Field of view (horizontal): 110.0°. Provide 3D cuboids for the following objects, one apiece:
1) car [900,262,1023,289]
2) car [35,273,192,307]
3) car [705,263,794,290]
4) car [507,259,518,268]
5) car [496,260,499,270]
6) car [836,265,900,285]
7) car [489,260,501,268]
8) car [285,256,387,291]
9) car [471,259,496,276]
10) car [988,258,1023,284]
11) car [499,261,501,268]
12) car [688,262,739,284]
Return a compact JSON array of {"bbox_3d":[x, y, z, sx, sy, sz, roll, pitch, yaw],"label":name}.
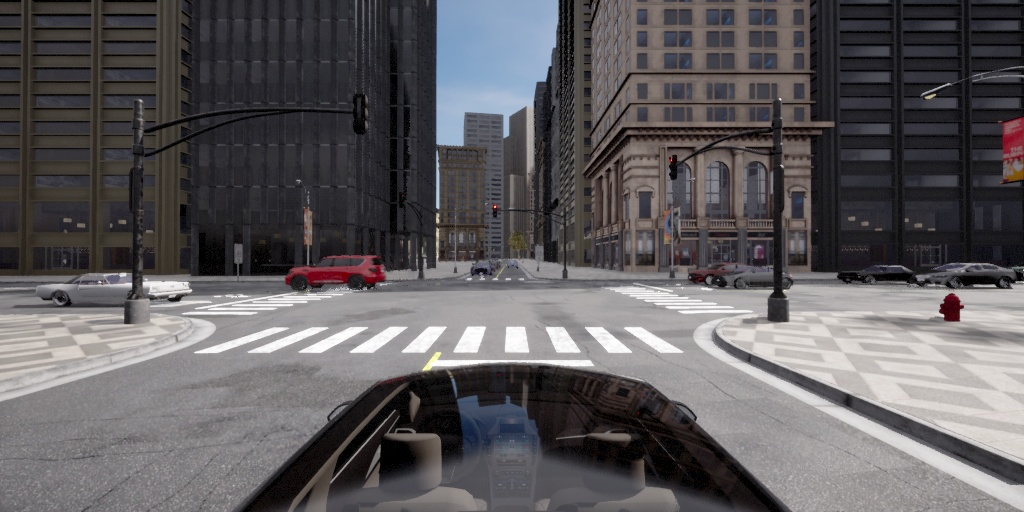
[{"bbox_3d":[27.247,1.174,21.712,4.902,1.511,2.128,0,0,0],"label":"car"},{"bbox_3d":[-16.379,1.366,14.963,4.718,1.301,1.895,0,0,0],"label":"car"},{"bbox_3d":[14.473,1.279,21.699,4.181,1.385,1.994,0,0,0],"label":"car"},{"bbox_3d":[0.101,1.401,61.904,2.033,1.411,5.357,0,0,1],"label":"car"},{"bbox_3d":[-3.070,1.377,46.370,1.994,1.385,4.181,0,0,0],"label":"car"},{"bbox_3d":[25.613,1.312,24.966,4.718,1.301,1.895,0,0,0],"label":"car"},{"bbox_3d":[-3.048,1.430,65.369,1.994,1.385,4.181,0,0,0],"label":"car"},{"bbox_3d":[-10.502,1.013,21.669,5.566,2.045,2.150,0,0,0],"label":"car"},{"bbox_3d":[-3.058,1.145,37.598,2.097,1.767,4.553,0,0,0],"label":"car"},{"bbox_3d":[36.845,1.038,24.961,4.553,1.767,2.097,0,0,0],"label":"car"},{"bbox_3d":[-3.069,1.400,55.402,1.994,1.385,4.181,0,0,0],"label":"car"},{"bbox_3d":[14.899,1.215,24.955,5.008,1.535,1.882,0,0,0],"label":"car"}]
